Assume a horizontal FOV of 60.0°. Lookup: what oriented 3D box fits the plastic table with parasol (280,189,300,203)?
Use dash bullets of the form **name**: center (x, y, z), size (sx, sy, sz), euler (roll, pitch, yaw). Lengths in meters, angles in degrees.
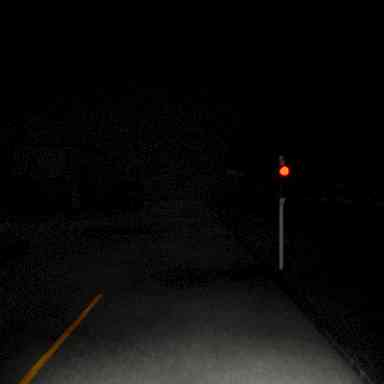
- **plastic table with parasol**: center (18.351, 0.760, 62.330), size (2.482, 2.480, 2.482), euler (-5, 0, -38)
